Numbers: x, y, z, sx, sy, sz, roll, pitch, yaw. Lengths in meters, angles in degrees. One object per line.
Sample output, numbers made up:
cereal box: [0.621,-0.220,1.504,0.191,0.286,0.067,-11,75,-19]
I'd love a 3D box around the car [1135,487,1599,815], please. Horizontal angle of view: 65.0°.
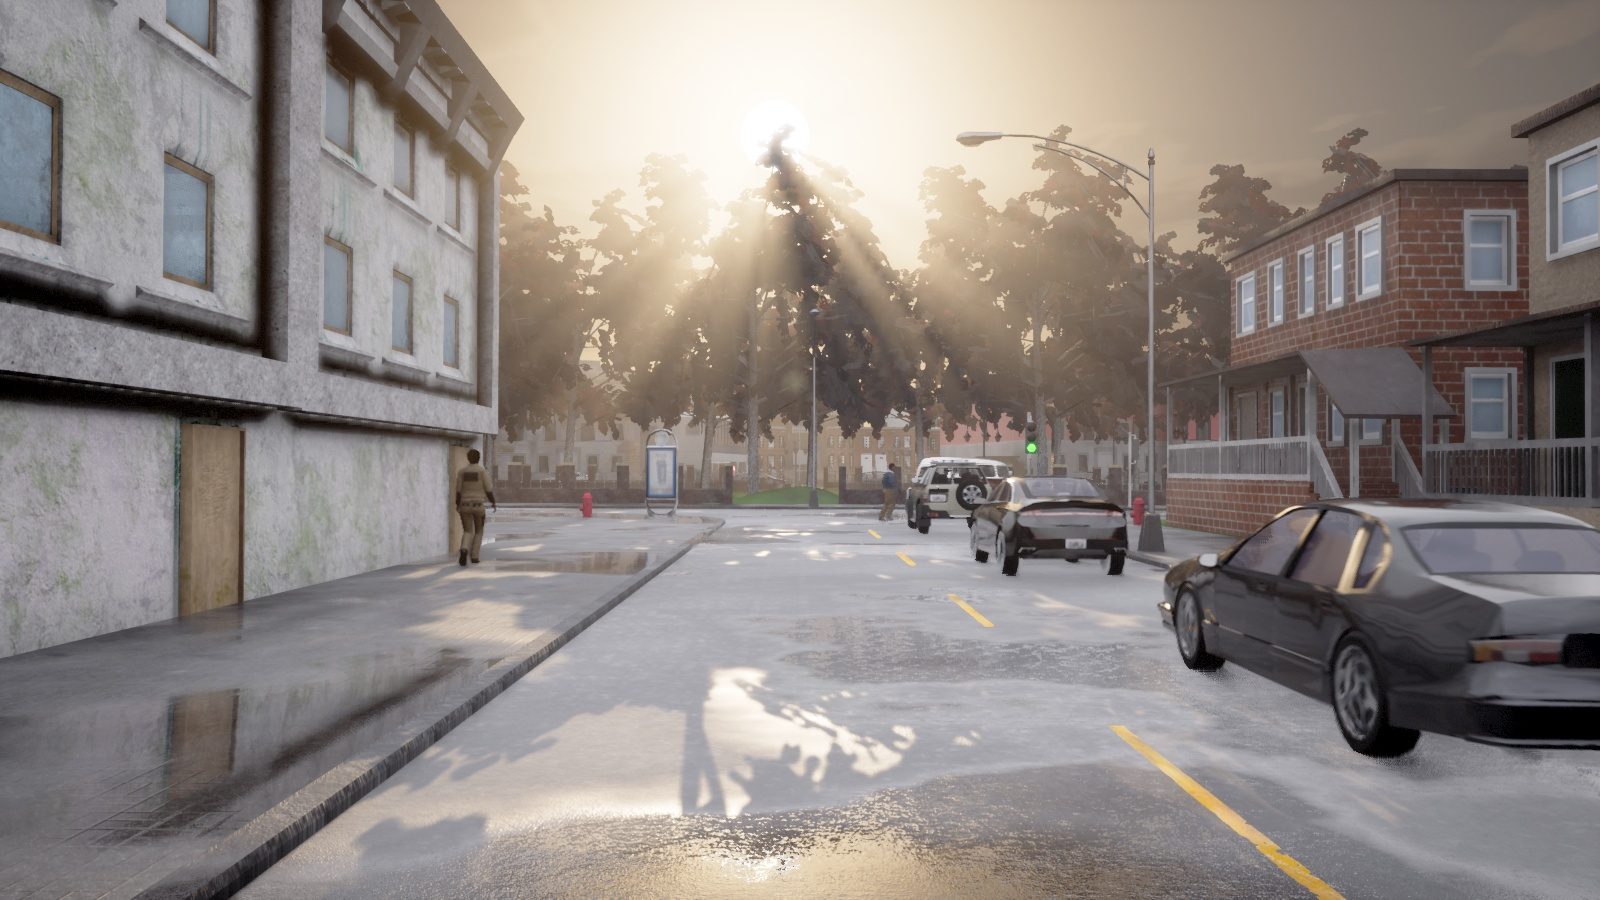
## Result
car: [3.974,0.987,8.377,2.033,1.411,5.357,0,-1,0]

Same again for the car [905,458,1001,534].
car: [3.903,1.165,32.851,1.932,1.855,4.605,0,-1,0]

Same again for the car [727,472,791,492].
car: [-3.045,2.409,94.516,4.792,1.488,2.163,0,-1,0]

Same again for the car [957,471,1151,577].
car: [3.940,1.097,20.421,2.128,1.511,4.902,0,-1,0]

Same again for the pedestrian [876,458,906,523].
pedestrian: [2.759,1.232,38.142,0.788,1.949,0.423,0,-1,-14]

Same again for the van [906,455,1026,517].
van: [5.860,1.248,43.857,2.069,2.038,4.480,-3,-3,39]

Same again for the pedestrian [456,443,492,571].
pedestrian: [-5.013,0.868,19.315,0.396,1.930,0.692,0,-1,-3]

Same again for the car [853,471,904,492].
car: [5.877,2.354,94.549,3.705,1.549,1.789,0,-1,0]
